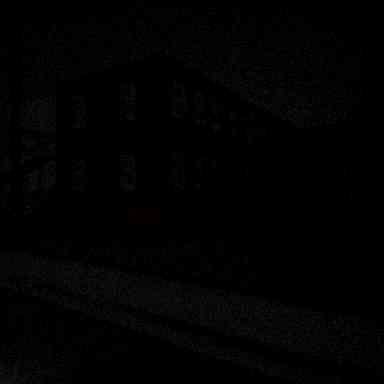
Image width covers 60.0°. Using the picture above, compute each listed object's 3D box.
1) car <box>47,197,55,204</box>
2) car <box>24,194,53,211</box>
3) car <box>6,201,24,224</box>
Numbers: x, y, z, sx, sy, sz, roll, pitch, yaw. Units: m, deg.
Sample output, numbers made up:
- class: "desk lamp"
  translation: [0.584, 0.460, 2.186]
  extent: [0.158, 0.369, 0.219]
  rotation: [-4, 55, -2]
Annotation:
- class: "car"
  translation: [-14.894, 1.646, 40.967]
  extent: [2.033, 1.411, 5.357]
  rotation: [0, 0, 36]
- class: "car"
  translation: [-18.591, 1.320, 41.809]
  extent: [2.150, 2.045, 5.566]
  rotation: [0, 0, 36]
- class: "car"
  translation: [-14.617, 1.556, 23.000]
  extent: [1.837, 1.490, 4.892]
  rotation: [-2, -1, 33]
